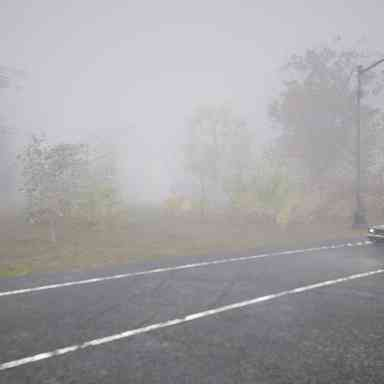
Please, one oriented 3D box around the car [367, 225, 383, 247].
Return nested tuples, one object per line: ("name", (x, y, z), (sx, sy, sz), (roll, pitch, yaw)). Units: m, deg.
("car", (9.574, 1.666, 14.038), (4.718, 1.301, 1.895), (0, 0, -29))
